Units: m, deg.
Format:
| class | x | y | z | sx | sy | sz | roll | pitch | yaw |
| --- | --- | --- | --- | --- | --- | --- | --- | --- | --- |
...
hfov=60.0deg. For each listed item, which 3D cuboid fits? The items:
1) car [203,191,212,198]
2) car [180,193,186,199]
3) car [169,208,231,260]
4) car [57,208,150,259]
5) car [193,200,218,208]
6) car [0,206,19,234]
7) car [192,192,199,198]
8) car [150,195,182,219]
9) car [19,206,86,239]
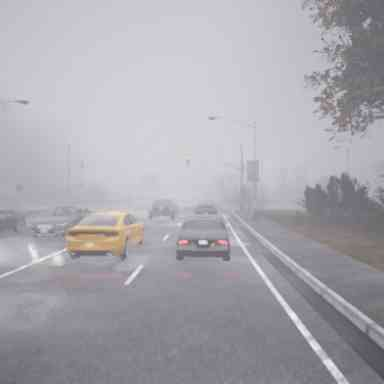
| class | x | y | z | sx | sy | sz | roll | pitch | yaw |
| --- | --- | --- | --- | --- | --- | --- | --- | --- | --- |
| car | 4.459 | 0.705 | 94.651 | 2.150 | 2.045 | 5.566 | 0 | 1 | 2 |
| car | -2.619 | 1.053 | 93.252 | 2.128 | 1.511 | 4.902 | 0 | 1 | 3 |
| car | 0.423 | 1.557 | 12.464 | 2.033 | 1.411 | 5.357 | 0 | 0 | 2 |
| car | -3.052 | 1.482 | 12.709 | 1.882 | 1.535 | 5.008 | 0 | 0 | 2 |
| car | 1.147 | 1.472 | 27.947 | 1.837 | 1.490 | 4.892 | 0 | -1 | 3 |
| car | -10.119 | 1.483 | 16.454 | 2.128 | 1.511 | 4.902 | 0 | 0 | 3 |
| car | 0.982 | 0.975 | 95.210 | 1.837 | 1.490 | 4.892 | 0 | 1 | 2 |
| car | -2.332 | 1.317 | 28.439 | 2.097 | 1.767 | 4.553 | 0 | 0 | 3 |
| car | -6.571 | 1.485 | 17.472 | 2.128 | 1.511 | 4.902 | 0 | 0 | 3 |
